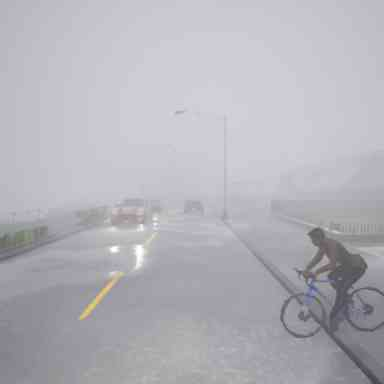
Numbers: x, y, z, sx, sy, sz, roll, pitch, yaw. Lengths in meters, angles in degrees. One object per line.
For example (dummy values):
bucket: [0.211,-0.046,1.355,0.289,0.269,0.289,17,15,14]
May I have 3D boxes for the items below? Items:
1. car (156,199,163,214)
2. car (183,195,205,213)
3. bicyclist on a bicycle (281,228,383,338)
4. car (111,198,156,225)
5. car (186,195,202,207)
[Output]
car: [-3.893,1.327,32.153,1.994,1.385,4.181,0,1,1]
car: [0.201,1.267,32.743,1.837,1.490,4.892,0,1,1]
bicyclist on a bicycle: [2.098,1.344,4.969,1.656,1.620,0.582,-6,0,0]
car: [-3.920,1.186,22.251,2.097,1.767,4.553,0,1,0]
car: [0.249,1.154,46.072,2.128,1.511,4.902,0,0,1]
